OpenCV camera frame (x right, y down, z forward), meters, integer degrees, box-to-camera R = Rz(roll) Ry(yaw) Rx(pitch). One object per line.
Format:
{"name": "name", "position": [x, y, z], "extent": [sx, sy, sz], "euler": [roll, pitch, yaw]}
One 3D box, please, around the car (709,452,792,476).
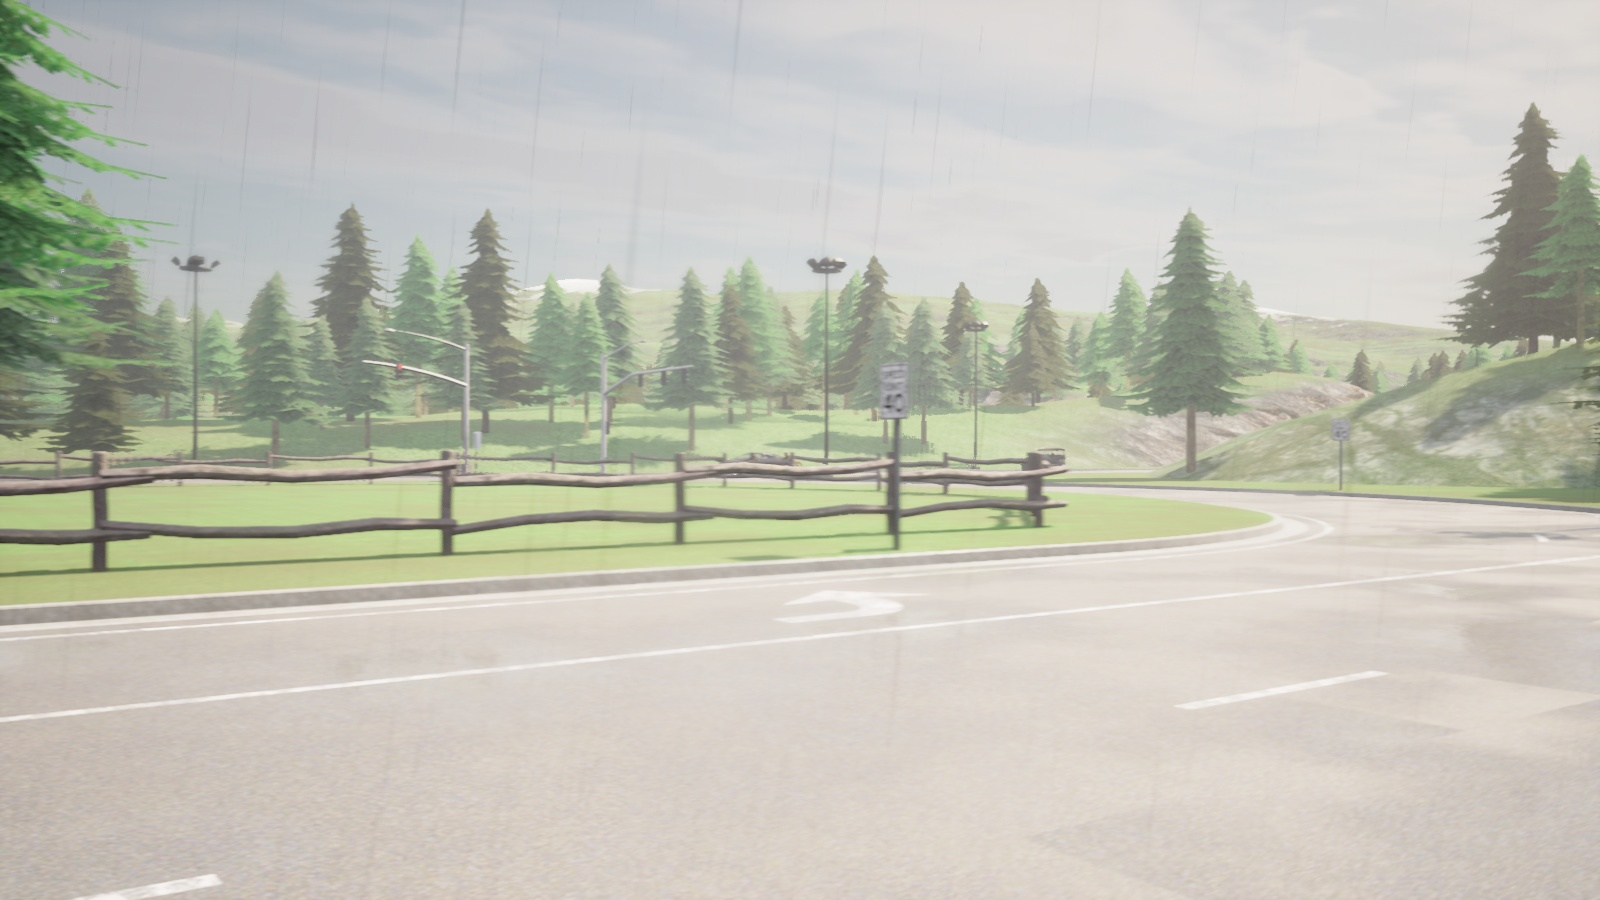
{"name": "car", "position": [-3.140, 0.865, 79.840], "extent": [4.902, 1.511, 2.128], "euler": [0, 0, -35]}
